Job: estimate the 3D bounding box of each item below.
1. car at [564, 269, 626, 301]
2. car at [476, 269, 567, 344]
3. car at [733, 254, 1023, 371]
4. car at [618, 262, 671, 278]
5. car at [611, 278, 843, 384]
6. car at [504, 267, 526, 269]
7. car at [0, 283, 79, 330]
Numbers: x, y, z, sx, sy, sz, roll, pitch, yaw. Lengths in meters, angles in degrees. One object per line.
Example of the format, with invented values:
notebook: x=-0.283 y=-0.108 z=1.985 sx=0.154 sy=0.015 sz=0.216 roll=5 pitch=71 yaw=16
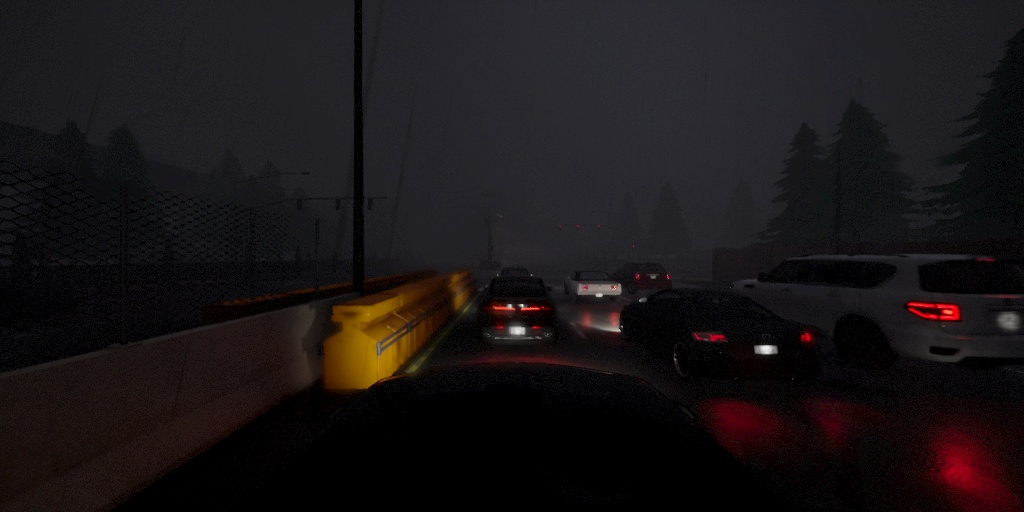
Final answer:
car: x=3.643 y=1.348 z=17.152 sx=1.895 sy=1.301 sz=4.718 roll=0 pitch=0 yaw=0
car: x=0.122 y=1.254 z=9.601 sx=1.837 sy=1.490 sz=4.892 roll=0 pitch=0 yaw=0
car: x=7.117 y=0.973 z=7.814 sx=2.150 sy=2.045 sz=5.566 roll=0 pitch=0 yaw=0
car: x=7.152 y=1.099 z=20.255 sx=2.097 sy=1.767 sz=4.553 roll=0 pitch=0 yaw=0
car: x=3.622 y=1.313 z=7.147 sx=1.994 sy=1.385 sz=4.181 roll=0 pitch=0 yaw=-1
car: x=0.147 y=1.295 z=19.118 sx=2.033 sy=1.411 sz=5.357 roll=0 pitch=0 yaw=0
car: x=-14.054 y=1.297 z=8.382 sx=2.033 sy=1.411 sz=5.357 roll=0 pitch=0 yaw=1
